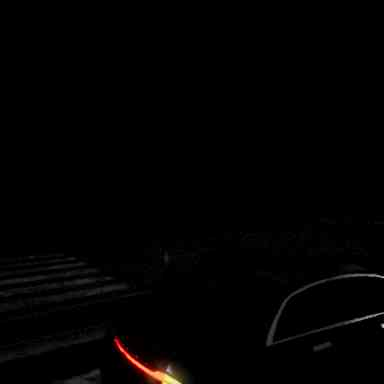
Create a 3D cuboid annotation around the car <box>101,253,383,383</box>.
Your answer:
[{"bbox_3d":[1.433,1.516,3.984,4.892,1.490,1.837,0,0,-32],"label":"car"}]
